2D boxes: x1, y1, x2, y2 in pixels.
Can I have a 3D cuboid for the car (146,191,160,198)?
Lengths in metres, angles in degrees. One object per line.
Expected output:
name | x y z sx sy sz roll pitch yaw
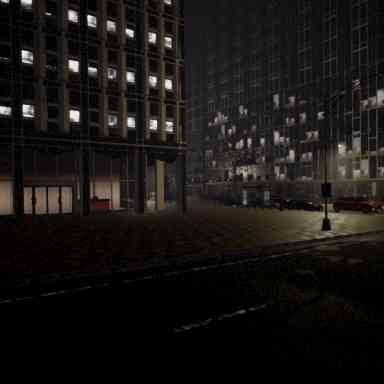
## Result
car | -9.791 0.683 83.208 1.967 1.590 4.097 0 1 -34

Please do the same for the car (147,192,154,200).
car | -10.268 1.037 69.096 2.008 1.369 4.403 0 1 -34

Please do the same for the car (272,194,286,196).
car | 11.303 1.115 42.225 2.097 1.767 4.553 -1 1 -34

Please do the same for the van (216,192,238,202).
van | 6.289 0.853 59.776 1.690 1.788 3.998 -1 1 -34

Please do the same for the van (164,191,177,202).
van | -3.836 0.935 59.722 1.690 1.788 3.998 0 1 -34

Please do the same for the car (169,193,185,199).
car | -3.358 0.933 73.838 1.802 1.307 4.206 0 1 -34

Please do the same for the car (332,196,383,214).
car | 16.896 1.205 34.073 2.097 1.767 4.553 -1 1 -35

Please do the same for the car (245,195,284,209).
car | 8.935 1.386 40.919 1.802 1.307 4.206 -1 1 -34

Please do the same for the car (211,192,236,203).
car | 5.449 1.174 50.776 1.837 1.490 4.892 -1 1 -34

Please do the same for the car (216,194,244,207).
car | 5.767 1.317 45.637 1.947 1.339 4.313 -1 1 -34

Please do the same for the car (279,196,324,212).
car | 12.137 1.422 36.221 1.947 1.339 4.313 -1 1 -34

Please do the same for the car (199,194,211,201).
car | 3.074 1.041 64.465 1.802 1.307 4.206 -1 1 -34
